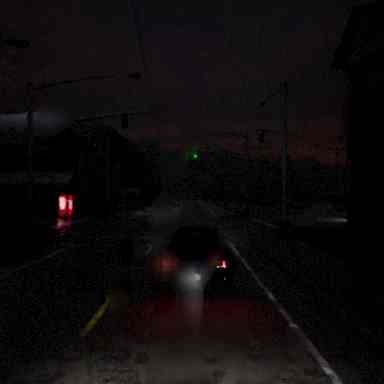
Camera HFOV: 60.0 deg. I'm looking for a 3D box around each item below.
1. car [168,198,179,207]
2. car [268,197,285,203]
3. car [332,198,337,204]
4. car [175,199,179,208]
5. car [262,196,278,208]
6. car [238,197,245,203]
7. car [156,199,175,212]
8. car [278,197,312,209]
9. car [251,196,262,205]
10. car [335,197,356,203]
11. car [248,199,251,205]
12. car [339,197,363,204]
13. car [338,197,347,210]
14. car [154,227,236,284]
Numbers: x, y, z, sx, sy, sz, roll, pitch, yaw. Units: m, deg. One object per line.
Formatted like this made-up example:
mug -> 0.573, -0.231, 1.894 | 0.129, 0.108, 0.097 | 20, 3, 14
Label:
car -> -3.540, 2.031, 64.363 | 1.882, 1.535, 5.008 | 0, 0, 0
car -> 21.297, 2.119, 83.738 | 3.806, 1.475, 1.970 | 0, 0, 0
car -> 32.291, 1.951, 71.749 | 3.633, 1.501, 1.845 | 0, 0, 0
car -> -3.592, 1.969, 53.937 | 1.837, 1.490, 4.892 | 0, 0, 0
car -> 14.158, 1.620, 52.436 | 5.027, 1.636, 2.152 | 0, 0, 0
car -> 13.875, 2.134, 86.717 | 3.633, 1.501, 1.845 | 0, 0, 0
car -> -3.599, 1.886, 44.321 | 1.837, 1.490, 4.892 | 0, 0, 0
car -> 14.483, 1.643, 46.018 | 3.806, 1.475, 1.970 | 0, 0, 0
car -> 14.155, 1.653, 65.231 | 3.866, 1.878, 1.905 | 0, 0, 0
car -> 39.909, 2.100, 86.733 | 4.514, 1.523, 2.007 | 0, 0, 0
car -> 13.742, 1.698, 68.136 | 4.605, 1.855, 1.932 | 0, 0, 0
car -> 39.963, 2.064, 83.596 | 5.027, 1.636, 2.152 | 0, 0, 0
car -> 21.533, 1.678, 42.357 | 4.514, 1.523, 2.007 | 0, 0, 0
car -> 0.066, 1.686, 9.791 | 1.895, 1.301, 4.718 | 0, 0, 0
